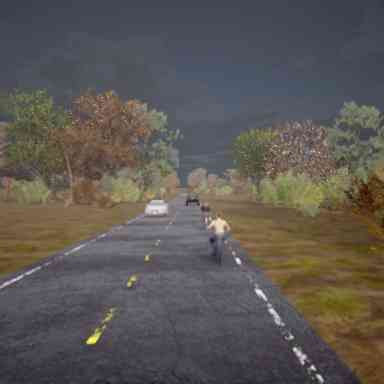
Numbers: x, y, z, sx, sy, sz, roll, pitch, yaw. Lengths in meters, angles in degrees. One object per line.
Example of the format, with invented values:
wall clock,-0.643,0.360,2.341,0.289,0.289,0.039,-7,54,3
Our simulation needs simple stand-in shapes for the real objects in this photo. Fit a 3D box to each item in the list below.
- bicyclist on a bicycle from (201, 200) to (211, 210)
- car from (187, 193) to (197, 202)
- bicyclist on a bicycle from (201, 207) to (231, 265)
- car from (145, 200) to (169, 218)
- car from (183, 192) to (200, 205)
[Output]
bicyclist on a bicycle,0.821,1.330,19.623,0.659,1.776,1.843,0,0,0
car,-0.021,1.160,73.636,2.097,1.767,4.553,0,0,0
bicyclist on a bicycle,0.845,1.416,10.572,0.866,1.612,1.509,0,0,0
car,-3.105,1.459,30.022,1.812,1.442,4.674,0,0,0
car,0.083,1.087,54.945,2.150,2.045,5.566,0,0,0
